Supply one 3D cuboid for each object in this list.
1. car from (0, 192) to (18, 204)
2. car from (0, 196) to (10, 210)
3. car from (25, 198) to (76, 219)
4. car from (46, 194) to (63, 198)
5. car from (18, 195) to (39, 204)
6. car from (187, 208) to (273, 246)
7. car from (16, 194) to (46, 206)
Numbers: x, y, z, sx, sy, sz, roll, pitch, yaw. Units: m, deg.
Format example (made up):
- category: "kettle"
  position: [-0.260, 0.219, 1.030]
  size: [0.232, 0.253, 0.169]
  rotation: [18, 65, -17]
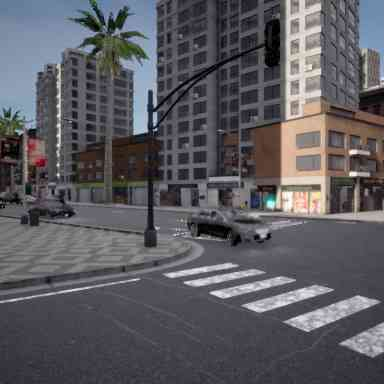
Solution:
- category: "car"
  position: [-30.234, 0.991, 54.759]
  size: [2.150, 2.045, 5.566]
  rotation: [0, 0, -44]
- category: "car"
  position: [-23.408, 1.473, 38.918]
  size: [4.718, 1.301, 1.895]
  rotation: [0, 0, 44]
- category: "car"
  position: [-12.148, 1.485, 28.694]
  size: [5.357, 1.411, 2.033]
  rotation: [0, 0, 41]
- category: "car"
  position: [-21.153, 1.184, 50.435]
  size: [4.553, 1.767, 2.097]
  rotation: [0, 0, 45]
- category: "car"
  position: [-28.193, 1.270, 57.321]
  size: [1.837, 1.490, 4.892]
  rotation: [0, 0, -44]
- category: "car"
  position: [1.602, 1.503, 15.507]
  size: [2.128, 1.511, 4.902]
  rotation: [0, 0, -32]
- category: "car"
  position: [-23.145, 1.361, 47.837]
  size: [4.674, 1.442, 1.812]
  rotation: [0, 0, 45]
